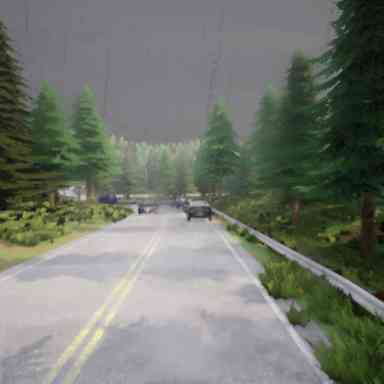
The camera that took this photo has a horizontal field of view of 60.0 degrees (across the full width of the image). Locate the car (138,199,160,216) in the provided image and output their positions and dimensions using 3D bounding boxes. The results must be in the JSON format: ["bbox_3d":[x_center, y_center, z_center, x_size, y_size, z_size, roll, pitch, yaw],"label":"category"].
[{"bbox_3d":[-4.233,1.446,32.667,2.128,1.511,4.902,0,0,-5],"label":"car"}]

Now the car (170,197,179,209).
[{"bbox_3d":[-1.465,1.406,43.051,1.812,1.442,4.674,-2,1,-18],"label":"car"}]

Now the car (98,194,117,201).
[{"bbox_3d":[-15.931,1.422,60.027,5.566,2.045,2.150,-2,3,32],"label":"car"}]

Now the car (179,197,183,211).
[{"bbox_3d":[-0.038,1.394,36.700,1.882,1.535,5.008,-1,0,-7],"label":"car"}]

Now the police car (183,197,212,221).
[{"bbox_3d":[0.491,1.374,26.591,1.930,1.638,5.238,0,0,-2],"label":"police car"}]
